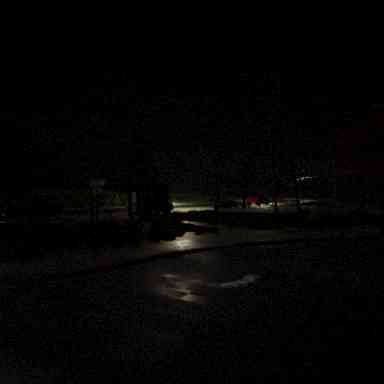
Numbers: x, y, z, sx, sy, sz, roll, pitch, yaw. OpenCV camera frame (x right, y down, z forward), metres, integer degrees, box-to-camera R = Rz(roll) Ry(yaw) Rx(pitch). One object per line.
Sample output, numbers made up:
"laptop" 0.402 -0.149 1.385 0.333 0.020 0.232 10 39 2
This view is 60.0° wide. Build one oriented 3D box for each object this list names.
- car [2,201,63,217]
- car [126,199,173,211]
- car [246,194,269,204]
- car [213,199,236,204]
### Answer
"car" -13.448 1.570 28.327 2.128 1.511 4.902 0 0 36
"car" -4.334 1.289 34.732 2.150 2.045 5.566 0 0 36
"car" 11.056 1.290 56.187 2.150 2.045 5.566 0 0 36
"car" 4.699 1.632 47.296 1.994 1.385 4.181 0 0 36
